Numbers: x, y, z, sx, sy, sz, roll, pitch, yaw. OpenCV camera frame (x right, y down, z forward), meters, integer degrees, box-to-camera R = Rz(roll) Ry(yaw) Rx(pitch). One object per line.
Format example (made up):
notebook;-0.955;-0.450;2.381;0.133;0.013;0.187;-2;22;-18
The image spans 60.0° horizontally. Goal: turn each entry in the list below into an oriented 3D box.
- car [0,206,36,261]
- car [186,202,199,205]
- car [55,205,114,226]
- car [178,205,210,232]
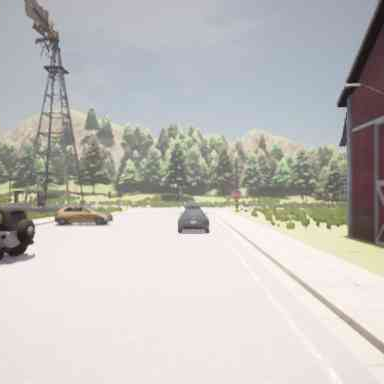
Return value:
car;-7.578;1.430;11.645;3.866;1.878;1.905;0;-1;1
car;0.099;1.888;38.542;1.837;1.490;4.892;0;-1;0
car;-8.069;1.756;25.128;4.193;1.474;1.816;0;-1;1
car;0.100;1.781;21.790;1.994;1.385;4.181;0;-1;0
